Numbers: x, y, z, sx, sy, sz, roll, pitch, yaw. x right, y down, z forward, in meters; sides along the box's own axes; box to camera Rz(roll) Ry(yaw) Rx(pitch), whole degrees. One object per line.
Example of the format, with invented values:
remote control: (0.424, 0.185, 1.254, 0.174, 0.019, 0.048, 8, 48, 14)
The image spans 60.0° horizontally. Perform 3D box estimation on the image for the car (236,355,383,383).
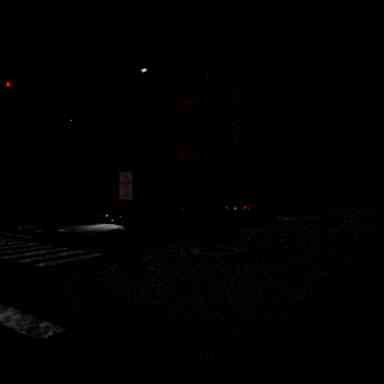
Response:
car: (2.042, 1.551, 1.387, 4.403, 1.369, 2.008, 0, 0, 36)

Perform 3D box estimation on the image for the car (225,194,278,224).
car: (4.622, 1.268, 25.765, 2.150, 2.045, 5.566, 0, 0, 36)

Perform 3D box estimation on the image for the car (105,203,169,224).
car: (-3.974, 1.576, 25.191, 2.033, 1.411, 5.357, 0, 0, 35)

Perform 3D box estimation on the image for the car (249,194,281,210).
car: (9.850, 1.302, 44.631, 2.150, 2.045, 5.566, 0, 0, 36)
